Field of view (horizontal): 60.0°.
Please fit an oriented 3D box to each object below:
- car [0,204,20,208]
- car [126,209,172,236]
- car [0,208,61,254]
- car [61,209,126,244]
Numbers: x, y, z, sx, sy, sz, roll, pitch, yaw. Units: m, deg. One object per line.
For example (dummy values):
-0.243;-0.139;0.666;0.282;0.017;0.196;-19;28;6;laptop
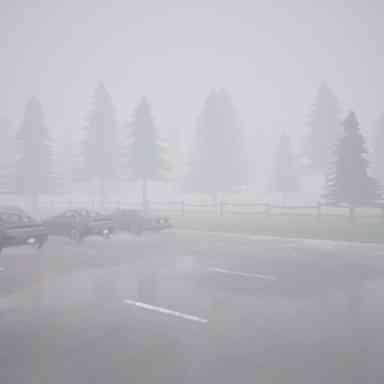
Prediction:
-16.125;1.779;28.282;4.892;1.490;1.837;0;0;36;car
-3.661;1.677;19.382;5.357;1.411;2.033;-1;0;36;car
-7.974;1.625;13.863;4.902;1.511;2.128;-1;0;36;car
-5.941;1.625;16.712;4.902;1.511;2.128;-1;0;36;car
